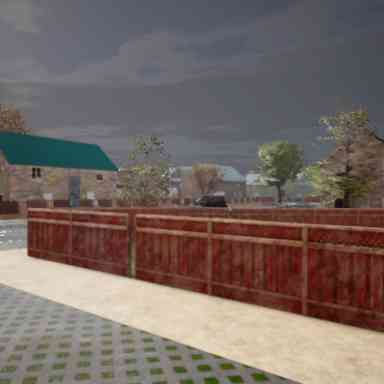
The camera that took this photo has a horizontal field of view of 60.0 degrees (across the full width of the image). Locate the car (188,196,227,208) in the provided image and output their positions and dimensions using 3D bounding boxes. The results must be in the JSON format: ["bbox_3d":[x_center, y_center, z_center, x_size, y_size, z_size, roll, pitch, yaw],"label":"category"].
[{"bbox_3d":[1.843,1.431,37.330,2.150,2.045,5.566,1,0,35],"label":"car"}]
